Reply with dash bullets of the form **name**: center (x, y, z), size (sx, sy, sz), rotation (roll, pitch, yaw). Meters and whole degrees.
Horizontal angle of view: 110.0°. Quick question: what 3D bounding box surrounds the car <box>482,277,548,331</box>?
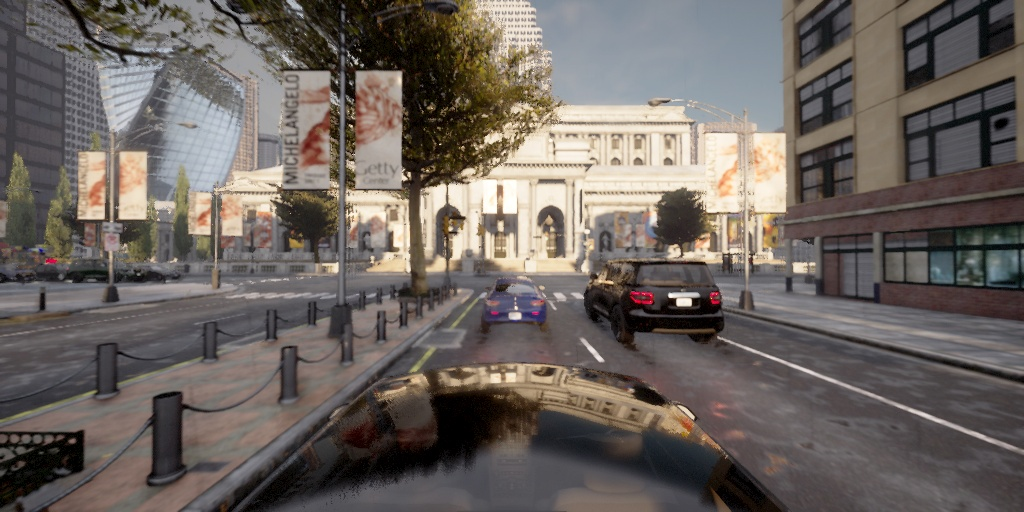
- **car**: center (0.082, 1.378, 11.355), size (1.812, 1.442, 4.674), rotation (0, -1, 0)

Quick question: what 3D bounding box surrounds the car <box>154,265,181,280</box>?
- **car**: center (-35.236, 1.628, 35.132), size (4.674, 1.442, 1.812), rotation (0, -1, 0)

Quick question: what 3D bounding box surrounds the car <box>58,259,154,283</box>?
- **car**: center (-35.703, 1.287, 31.652), size (5.566, 2.045, 2.150), rotation (0, -1, 0)

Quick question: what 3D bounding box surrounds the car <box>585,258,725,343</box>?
- **car**: center (3.579, 1.064, 10.126), size (2.150, 2.045, 5.566), rotation (0, 0, 0)

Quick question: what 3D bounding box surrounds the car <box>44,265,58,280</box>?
- **car**: center (-44.488, 1.606, 35.083), size (4.892, 1.490, 1.837), rotation (0, -1, -1)

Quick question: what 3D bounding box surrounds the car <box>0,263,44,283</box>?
- **car**: center (-45.114, 1.416, 31.560), size (4.553, 1.767, 2.097), rotation (0, -1, -2)
